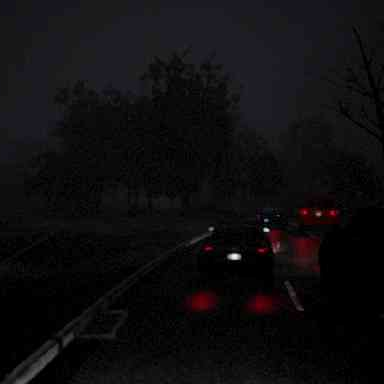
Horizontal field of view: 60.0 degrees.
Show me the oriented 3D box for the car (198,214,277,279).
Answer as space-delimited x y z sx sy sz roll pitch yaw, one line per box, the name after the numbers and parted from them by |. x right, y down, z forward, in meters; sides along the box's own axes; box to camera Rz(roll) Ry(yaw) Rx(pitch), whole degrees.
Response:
1.397 1.576 10.152 1.994 1.385 4.181 0 0 10 | car

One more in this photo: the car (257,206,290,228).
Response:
5.827 1.717 23.988 1.812 1.442 4.674 -1 -1 24 | car

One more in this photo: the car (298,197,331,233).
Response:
7.751 1.341 20.371 2.150 2.045 5.566 0 -1 21 | car

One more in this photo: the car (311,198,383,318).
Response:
3.935 1.214 5.789 2.150 2.045 5.566 0 0 6 | car

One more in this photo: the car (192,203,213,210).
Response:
2.294 2.749 63.437 4.674 1.442 1.812 -1 -2 32 | car
